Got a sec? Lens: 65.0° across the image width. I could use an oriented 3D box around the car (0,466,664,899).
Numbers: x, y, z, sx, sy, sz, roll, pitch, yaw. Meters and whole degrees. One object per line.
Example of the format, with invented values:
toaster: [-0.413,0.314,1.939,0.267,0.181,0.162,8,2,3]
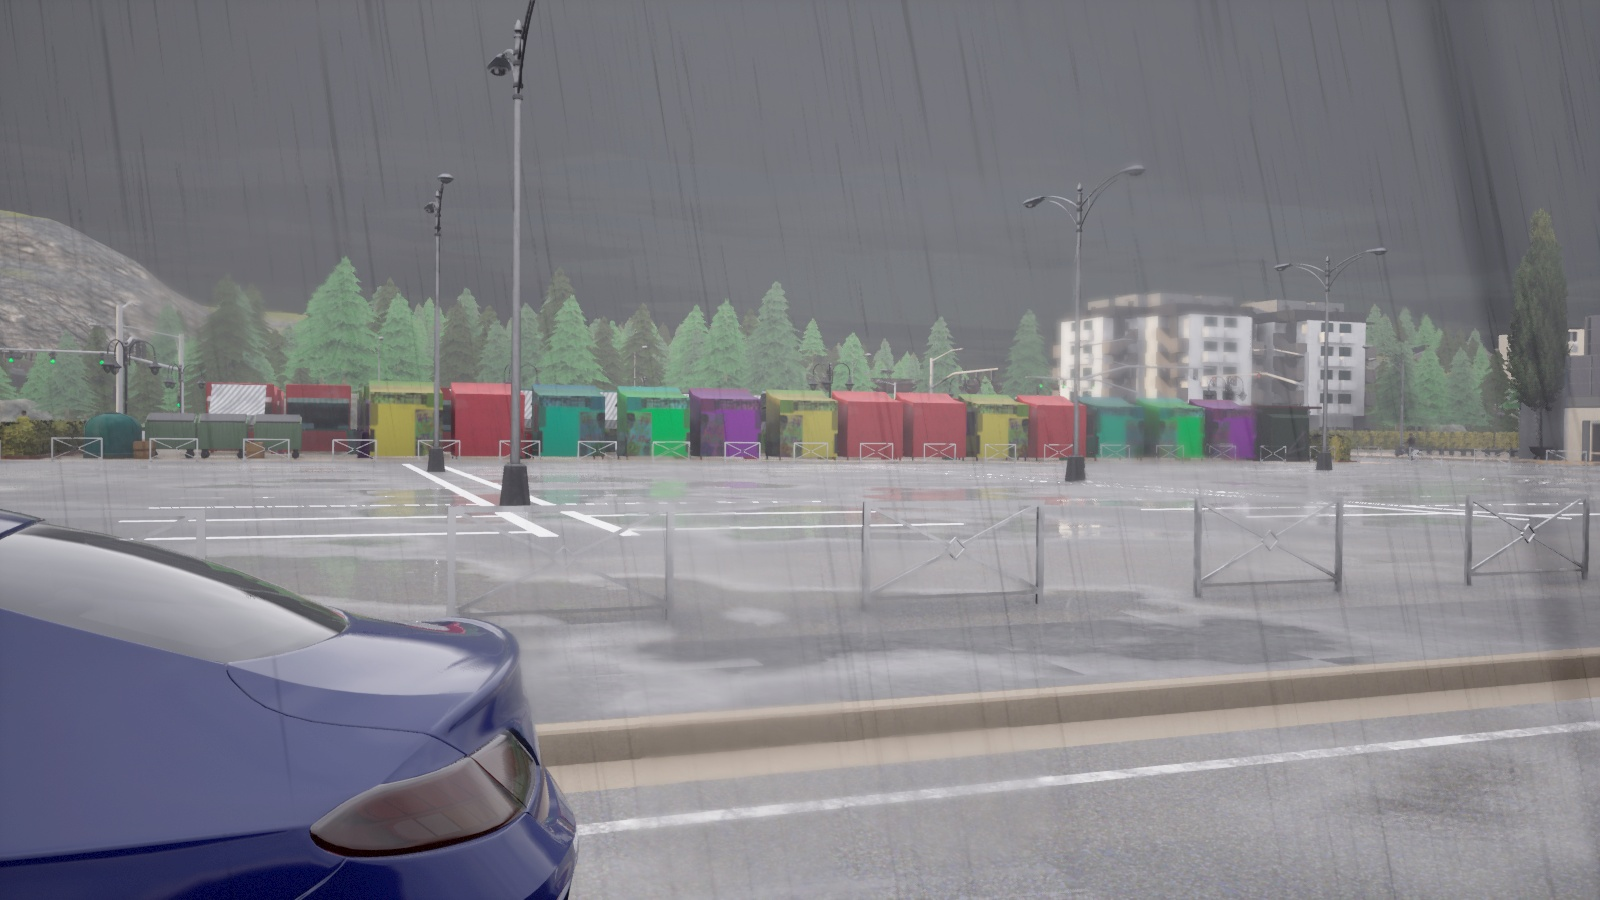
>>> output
car: [-2.743,0.818,2.198,4.674,1.442,1.812,-1,1,-21]
